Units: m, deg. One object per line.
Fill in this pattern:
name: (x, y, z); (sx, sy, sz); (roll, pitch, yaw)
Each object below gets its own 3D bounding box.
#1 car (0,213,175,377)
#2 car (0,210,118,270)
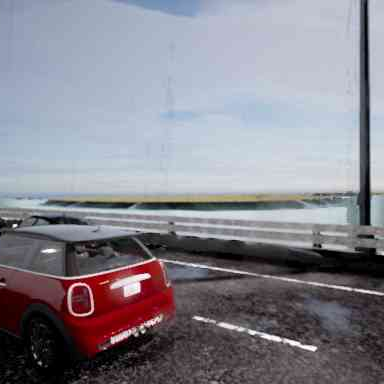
car: (-2.553, 1.368, 5.828); (4.553, 1.767, 2.097); (0, 0, 36)
car: (-5.083, 1.510, 11.953); (5.008, 1.535, 1.882); (0, 0, 36)
